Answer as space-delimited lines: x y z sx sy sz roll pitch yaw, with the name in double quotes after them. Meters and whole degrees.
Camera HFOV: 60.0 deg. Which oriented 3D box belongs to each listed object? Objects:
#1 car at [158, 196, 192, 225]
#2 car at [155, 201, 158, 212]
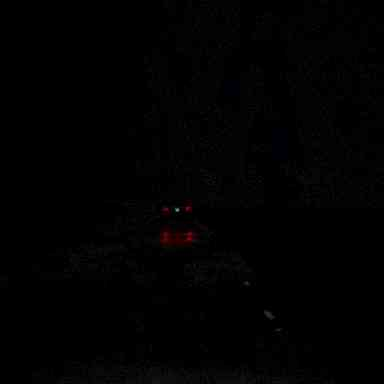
-1.252 1.304 24.996 2.150 2.045 5.566 0 0 -6 "car"
-3.666 1.678 42.863 1.882 1.535 5.008 0 0 -10 "car"
